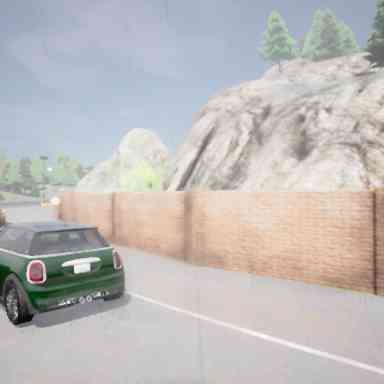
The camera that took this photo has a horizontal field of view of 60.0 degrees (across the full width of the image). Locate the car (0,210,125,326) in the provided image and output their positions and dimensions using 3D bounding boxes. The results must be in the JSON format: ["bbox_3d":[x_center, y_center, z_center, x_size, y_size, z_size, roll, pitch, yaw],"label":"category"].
[{"bbox_3d":[-3.517,1.447,7.636,2.097,1.767,4.553,0,-1,-45],"label":"car"}]

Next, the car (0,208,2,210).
[{"bbox_3d":[-15.399,1.804,25.328,1.882,1.535,5.008,0,-1,-24],"label":"car"}]
